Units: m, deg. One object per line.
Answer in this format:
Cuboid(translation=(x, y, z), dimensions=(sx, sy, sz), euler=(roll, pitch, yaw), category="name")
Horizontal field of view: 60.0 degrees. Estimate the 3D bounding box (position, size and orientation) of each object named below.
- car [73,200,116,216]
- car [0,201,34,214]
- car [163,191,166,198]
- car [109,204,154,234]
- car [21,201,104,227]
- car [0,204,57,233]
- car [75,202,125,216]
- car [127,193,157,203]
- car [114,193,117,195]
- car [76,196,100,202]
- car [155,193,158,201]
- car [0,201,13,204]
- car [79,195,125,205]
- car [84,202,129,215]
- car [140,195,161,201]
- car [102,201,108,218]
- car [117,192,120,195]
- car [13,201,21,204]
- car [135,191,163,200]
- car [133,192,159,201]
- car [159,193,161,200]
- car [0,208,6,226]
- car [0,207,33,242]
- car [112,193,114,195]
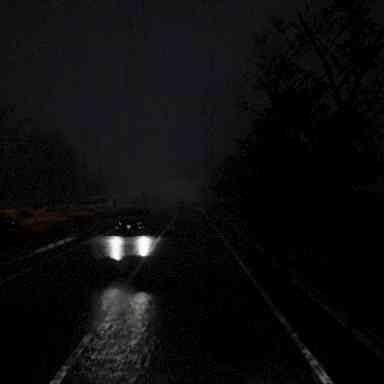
Cuboid(translation=(-10.405, 1.788, 31.590), dimensions=(5.366, 1.575, 1.946), euler=(0, -1, 0), category="car")
Cuboid(translation=(-23.280, 1.940, 42.581), dimensions=(5.008, 1.535, 2.097), euler=(0, -1, 0), category="car")
Cuboid(translation=(-10.357, 1.346, 92.026), dimensions=(4.553, 1.767, 2.185), euler=(0, 1, 0), category="car")
Cuboid(translation=(-3.399, 1.648, 20.290), dimensions=(1.837, 1.490, 4.892), euler=(0, -1, 0), category="car")
Cuboid(translation=(-10.041, 1.711, 26.038), dimensions=(5.366, 1.575, 1.946), euler=(0, -1, 0), category="car")
Cuboid(translation=(-10.422, 1.605, 17.713), dimensions=(5.366, 1.575, 1.946), euler=(0, -1, 0), category="car")
Cuboid(translation=(-10.218, 1.867, 37.142), dimensions=(5.008, 1.535, 2.097), euler=(0, -1, 0), category="car")
Cuboid(translation=(-10.406, 1.558, 69.735), dimensions=(4.792, 1.488, 2.163), euler=(0, 0, 0), category="car")
Cuboid(translation=(-23.469, 1.513, 89.084), dimensions=(5.008, 1.535, 2.097), euler=(0, 1, 0), category="car")
Cuboid(translation=(-23.506, 1.601, 75.138), dimensions=(4.674, 1.452, 2.002), euler=(0, 0, 0), category="car")
Cuboid(translation=(-10.458, 1.575, 72.519), dimensions=(4.792, 1.488, 2.163), euler=(0, 0, 0), category="car")
Cuboid(translation=(-23.263, 1.896, 37.165), dimensions=(4.792, 1.488, 2.163), euler=(0, -1, 0), category="car")
Cuboid(translation=(-10.244, 1.577, 34.369), dimensions=(5.566, 2.045, 2.435), euler=(0, -1, 0), category="car")
Cuboid(translation=(-10.180, 1.934, 39.917), dimensions=(4.792, 1.488, 2.163), euler=(0, -1, 0), category="car")
Cuboid(translation=(-10.399, 1.565, 83.668), dimensions=(4.892, 1.521, 2.231), euler=(0, 0, 0), category="car")
Cuboid(translation=(-10.229, 1.754, 28.814), dimensions=(4.892, 1.521, 2.231), euler=(0, -1, 0), category="car")
Cuboid(translation=(-23.463, 1.473, 91.874), dimensions=(5.008, 1.535, 2.097), euler=(0, 1, 0), category="car")
Cuboid(translation=(-23.320, 1.777, 39.812), dimensions=(4.553, 1.767, 2.185), euler=(0, -1, 0), category="car")
Cuboid(translation=(-10.440, 1.322, 80.878), dimensions=(5.566, 2.045, 2.435), euler=(0, 0, 0), category="car")
Cuboid(translation=(-10.454, 1.437, 75.306), dimensions=(4.553, 1.767, 2.185), euler=(0, 0, 0), category="car")
Cuboid(translation=(-10.412, 1.573, 78.084), dimensions=(5.008, 1.535, 2.097), euler=(0, 0, 0), category="car")
Cuboid(translation=(-14.671, 1.783, 22.211), dimensions=(1.895, 1.301, 4.718), euler=(0, -1, 0), category="car")
Cuboid(translation=(-10.235, 1.583, 14.945), dimensions=(4.892, 1.521, 2.231), euler=(0, -1, 0), category="car")
Cuboid(translation=(-23.451, 1.575, 86.294), dimensions=(4.792, 1.488, 2.163), euler=(0, 0, 0), category="car")
